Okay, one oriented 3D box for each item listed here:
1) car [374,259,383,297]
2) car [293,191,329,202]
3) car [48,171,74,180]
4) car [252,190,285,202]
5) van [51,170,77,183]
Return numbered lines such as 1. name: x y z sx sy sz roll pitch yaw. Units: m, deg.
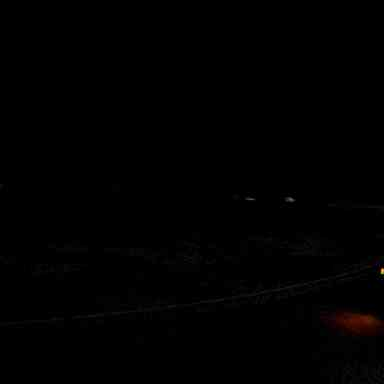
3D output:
1. car: 5.938 1.446 6.940 5.357 1.411 2.033 -2 1 -34
2. car: 14.746 0.587 41.274 1.812 1.442 4.674 0 3 -31
3. car: -32.906 -4.133 83.519 2.435 2.045 5.566 7 7 37
4. car: 9.725 0.476 42.474 1.994 1.385 4.181 -2 4 -40
5. van: -31.197 -3.805 81.086 1.878 1.987 4.442 6 6 37
